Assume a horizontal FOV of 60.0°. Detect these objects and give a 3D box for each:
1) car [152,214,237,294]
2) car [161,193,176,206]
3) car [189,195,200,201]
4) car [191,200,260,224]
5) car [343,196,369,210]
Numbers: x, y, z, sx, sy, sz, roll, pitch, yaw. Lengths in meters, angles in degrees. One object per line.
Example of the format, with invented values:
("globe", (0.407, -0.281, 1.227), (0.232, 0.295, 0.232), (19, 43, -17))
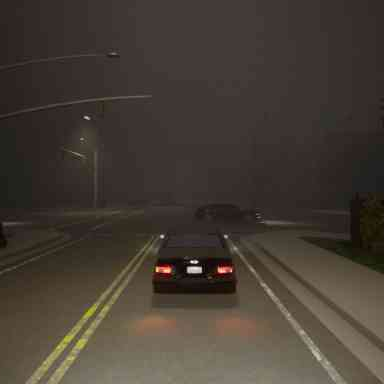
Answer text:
("car", (0.054, 1.547, 8.913), (2.033, 1.411, 5.357), (0, 0, 0))
("car", (-3.713, 1.221, 53.947), (2.150, 2.045, 5.566), (0, 0, 0))
("car", (0.564, 1.524, 78.927), (1.812, 1.442, 4.674), (0, 0, 12))
("car", (2.531, 1.509, 24.449), (4.892, 1.490, 1.837), (0, 0, -1))
("car", (20.133, 1.306, 38.833), (4.553, 1.767, 2.097), (0, 0, -1))
